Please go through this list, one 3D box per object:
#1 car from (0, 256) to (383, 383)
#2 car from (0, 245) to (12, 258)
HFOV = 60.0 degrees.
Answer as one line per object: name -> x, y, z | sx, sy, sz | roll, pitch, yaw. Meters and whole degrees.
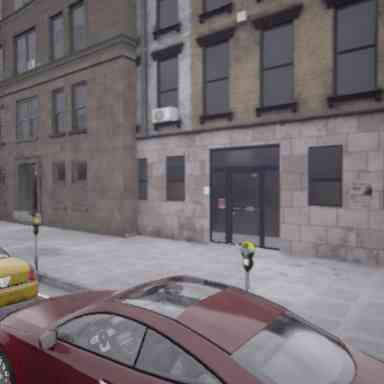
car -> -0.318, 1.491, 3.107 | 4.206, 1.307, 1.802 | 1, 2, 37
car -> -4.887, 1.360, 6.494 | 4.829, 1.417, 1.752 | 1, 2, 37
